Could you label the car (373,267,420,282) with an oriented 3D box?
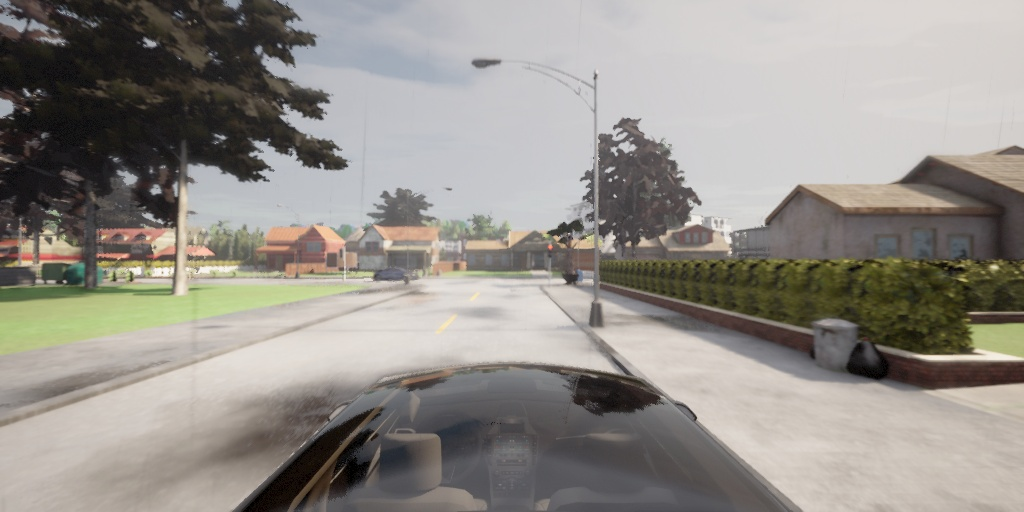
[{"bbox_3d":[-10.898,1.762,33.992,4.181,1.385,1.994,0,-1,0],"label":"car"}]
